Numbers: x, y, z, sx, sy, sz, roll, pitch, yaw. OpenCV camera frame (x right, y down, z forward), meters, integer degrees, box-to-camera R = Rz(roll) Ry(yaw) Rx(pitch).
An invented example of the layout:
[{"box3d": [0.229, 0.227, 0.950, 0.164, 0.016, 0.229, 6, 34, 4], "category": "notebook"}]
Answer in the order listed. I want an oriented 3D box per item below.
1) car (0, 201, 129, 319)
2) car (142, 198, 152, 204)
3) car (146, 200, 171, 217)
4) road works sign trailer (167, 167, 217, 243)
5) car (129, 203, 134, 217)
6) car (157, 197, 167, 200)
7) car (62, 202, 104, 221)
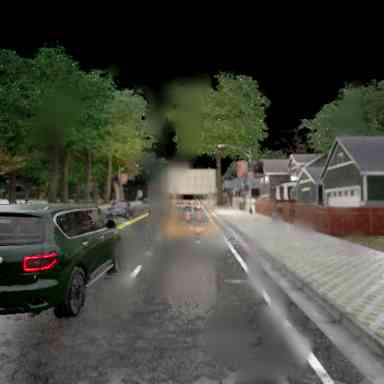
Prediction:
[{"box3d": [-3.138, 1.265, 7.607, 2.150, 2.045, 5.566, 0, 0, 0], "category": "car"}, {"box3d": [-9.640, 1.913, 71.971, 2.033, 1.411, 5.357, 0, 0, 0], "category": "car"}, {"box3d": [-3.099, 1.757, 33.242, 1.895, 1.301, 4.718, 0, 0, 0], "category": "car"}, {"box3d": [0.020, 0.552, 16.602, 2.380, 3.560, 2.880, 0, 0, 1], "category": "road works sign trailer"}, {"box3d": [-6.553, 1.650, 30.521, 1.837, 1.490, 4.892, 0, 0, 0], "category": "car"}, {"box3d": [-6.390, 1.898, 71.966, 2.128, 1.511, 4.902, 0, 0, 0], "category": "car"}, {"box3d": [-9.804, 1.692, 30.423, 2.033, 1.411, 5.357, 0, 0, 0], "category": "car"}]
